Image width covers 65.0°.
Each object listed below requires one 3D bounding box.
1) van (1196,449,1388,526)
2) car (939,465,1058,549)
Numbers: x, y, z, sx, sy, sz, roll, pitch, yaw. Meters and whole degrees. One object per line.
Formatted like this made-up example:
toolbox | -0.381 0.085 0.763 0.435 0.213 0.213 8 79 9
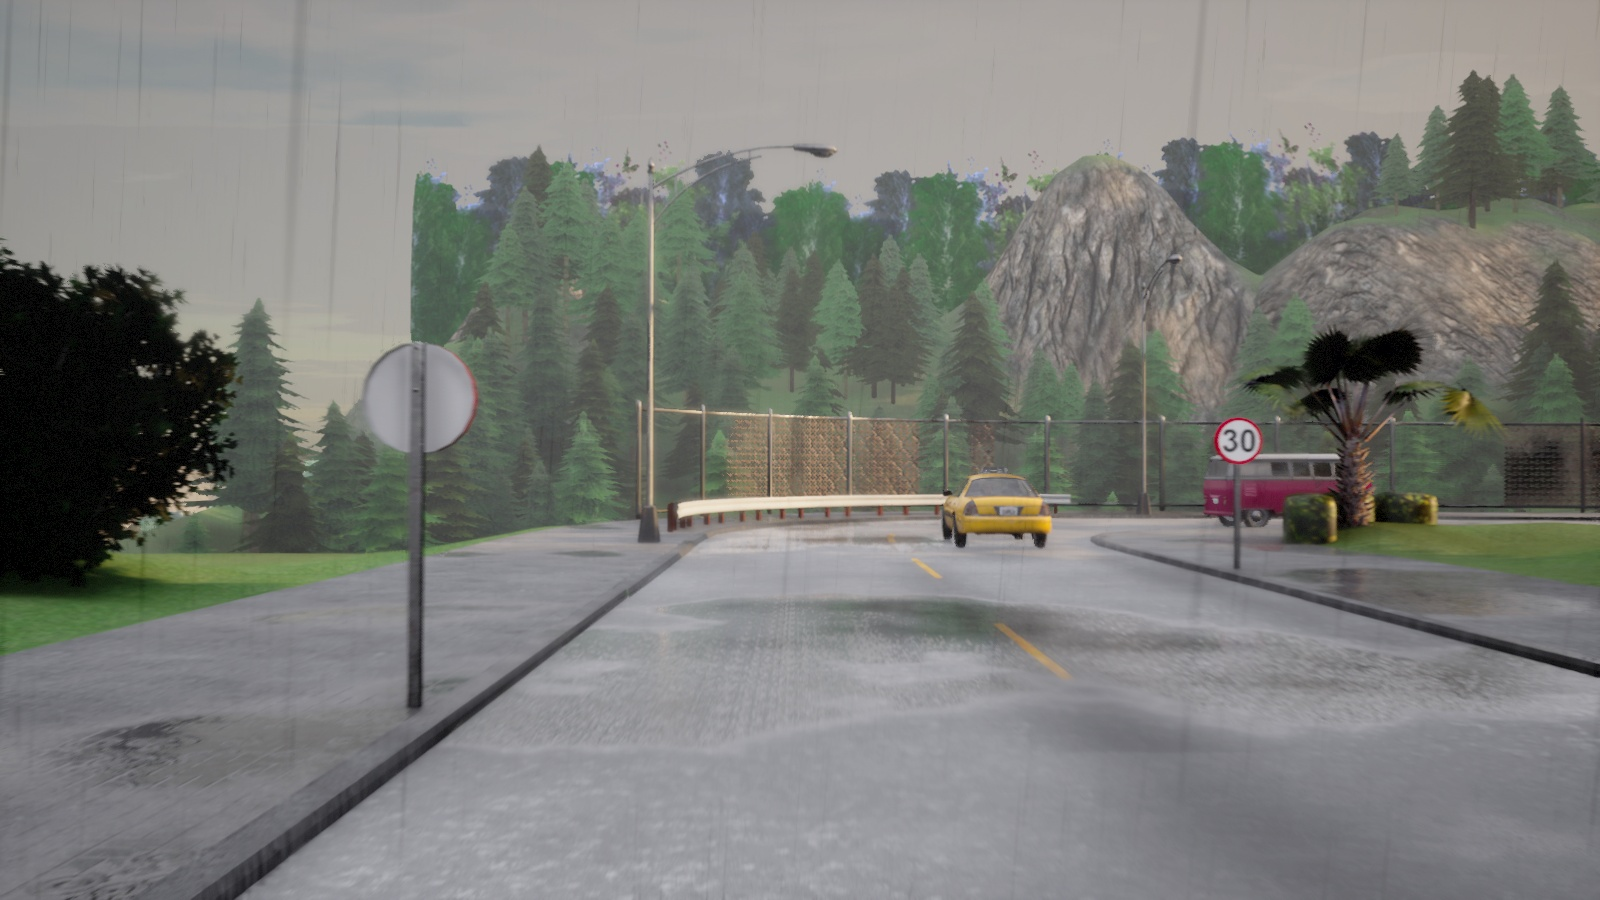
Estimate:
van | 13.132 0.986 33.646 4.442 1.987 1.775 0 -1 -6
car | 3.997 1.103 26.157 1.801 1.575 5.366 0 -1 2
